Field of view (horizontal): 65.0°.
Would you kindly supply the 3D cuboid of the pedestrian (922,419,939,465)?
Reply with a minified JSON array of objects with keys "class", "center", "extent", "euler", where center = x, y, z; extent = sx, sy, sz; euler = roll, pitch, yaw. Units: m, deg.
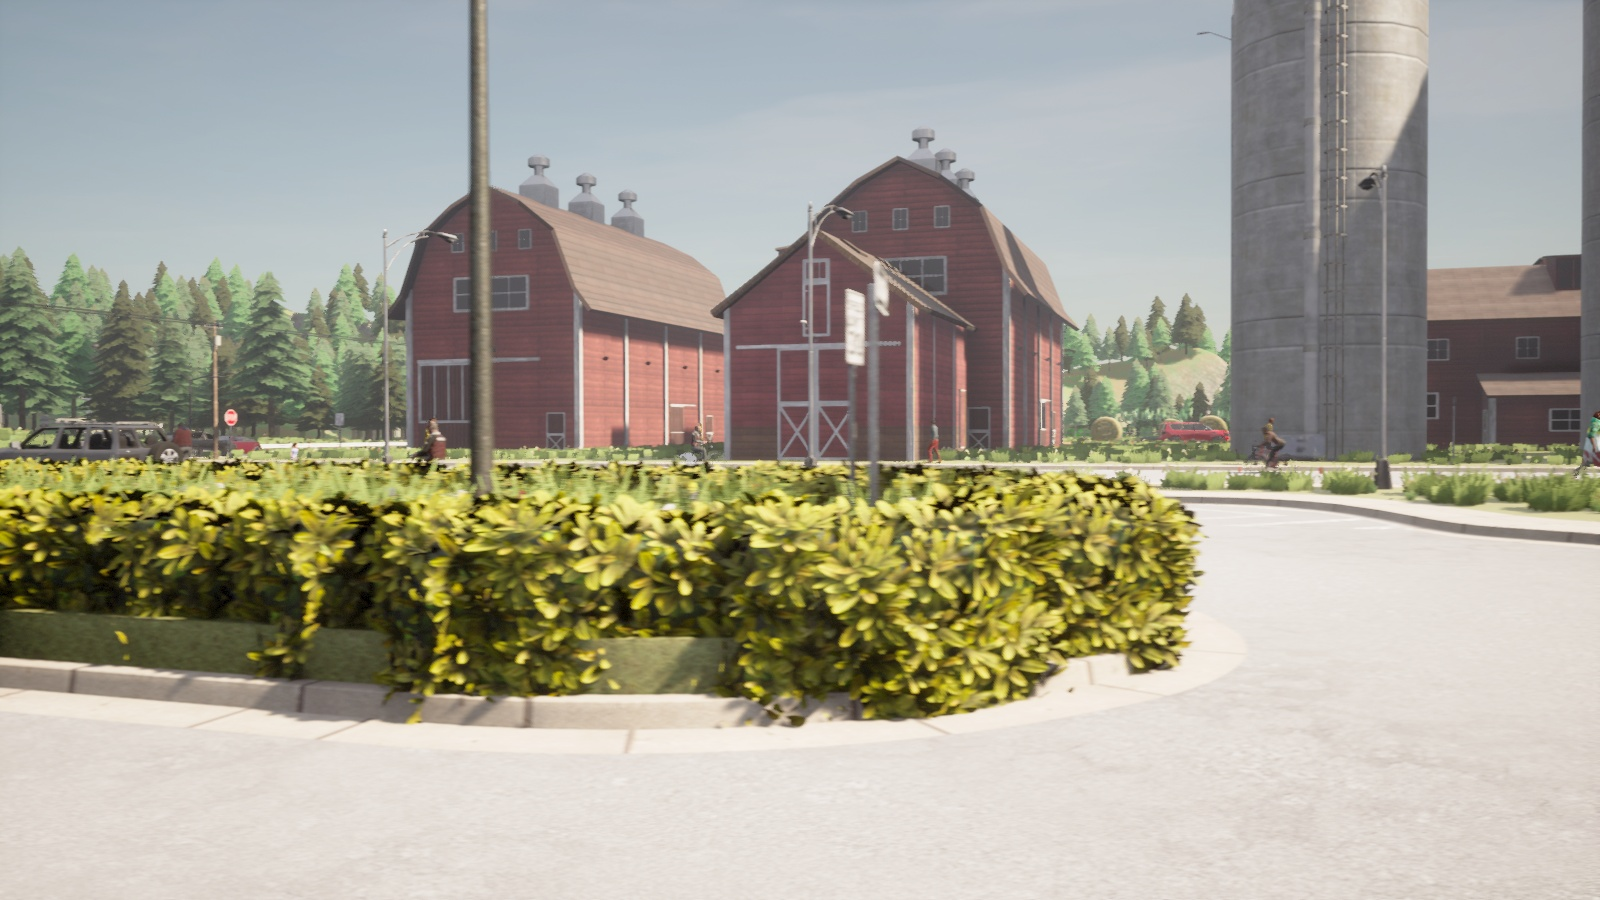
[{"class":"pedestrian","center":[5.266,-0.312,50.783],"extent":[0.614,1.847,0.353],"euler":[1,1,20]}]

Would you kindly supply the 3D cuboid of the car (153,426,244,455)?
[{"class":"car","center":[-35.633,-0.570,74.502],"extent":[2.033,1.649,4.856],"euler":[1,1,19]}]

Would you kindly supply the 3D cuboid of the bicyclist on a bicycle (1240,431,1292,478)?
[{"class":"bicyclist on a bicycle","center":[16.160,0.142,43.600],"extent":[1.656,1.620,0.582],"euler":[0,1,18]}]

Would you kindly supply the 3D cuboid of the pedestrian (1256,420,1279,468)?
[{"class":"pedestrian","center":[18.100,-0.232,48.599],"extent":[0.726,1.835,0.370],"euler":[0,1,0]}]

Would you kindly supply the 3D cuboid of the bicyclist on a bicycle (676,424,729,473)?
[{"class":"bicyclist on a bicycle","center":[-3.591,-0.058,46.296],"extent":[1.843,1.776,0.659],"euler":[0,1,18]}]

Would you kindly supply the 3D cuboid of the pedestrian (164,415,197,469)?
[{"class":"pedestrian","center":[-21.267,-0.288,43.100],"extent":[0.899,1.844,0.634],"euler":[1,1,30]}]

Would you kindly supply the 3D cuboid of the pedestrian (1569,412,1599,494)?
[{"class":"pedestrian","center":[19.107,0.070,30.228],"extent":[0.873,1.952,0.659],"euler":[0,1,17]}]

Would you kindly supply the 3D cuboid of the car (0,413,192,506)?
[{"class":"car","center":[-15.458,0.159,26.612],"extent":[4.605,1.855,1.932],"euler":[1,1,19]}]

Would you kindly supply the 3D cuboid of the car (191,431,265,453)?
[{"class":"car","center":[-36.967,-0.550,81.295],"extent":[1.994,1.385,4.181],"euler":[1,1,20]}]
